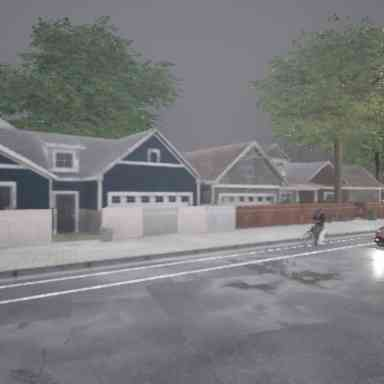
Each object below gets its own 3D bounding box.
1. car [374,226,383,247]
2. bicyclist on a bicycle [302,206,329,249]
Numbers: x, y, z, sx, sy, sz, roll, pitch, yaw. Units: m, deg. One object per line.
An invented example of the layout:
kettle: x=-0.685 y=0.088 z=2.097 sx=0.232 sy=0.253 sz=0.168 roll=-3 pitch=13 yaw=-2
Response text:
car: x=9.808 y=1.702 z=14.488 sx=4.181 sy=1.385 sz=1.994 roll=1 pitch=0 yaw=-34
bicyclist on a bicycle: x=5.195 y=1.476 z=13.926 sx=1.843 sy=1.776 sz=0.659 roll=1 pitch=0 yaw=-35
